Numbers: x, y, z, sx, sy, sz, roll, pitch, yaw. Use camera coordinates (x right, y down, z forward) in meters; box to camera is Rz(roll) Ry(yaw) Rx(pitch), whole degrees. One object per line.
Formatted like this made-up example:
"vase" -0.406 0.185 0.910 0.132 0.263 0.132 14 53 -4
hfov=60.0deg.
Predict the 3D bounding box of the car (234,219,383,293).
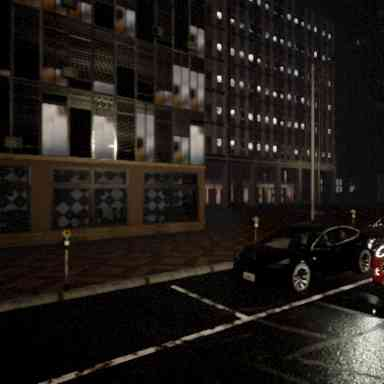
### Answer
"car" 3.054 1.510 8.732 4.313 1.339 1.947 -1 1 -36

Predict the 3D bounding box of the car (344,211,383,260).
"car" 7.645 1.451 12.011 4.403 1.369 2.008 -1 1 -36

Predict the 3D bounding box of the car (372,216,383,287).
"car" 6.202 1.280 7.798 4.553 1.767 2.097 -1 0 -36
